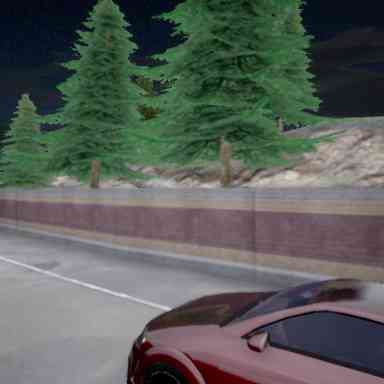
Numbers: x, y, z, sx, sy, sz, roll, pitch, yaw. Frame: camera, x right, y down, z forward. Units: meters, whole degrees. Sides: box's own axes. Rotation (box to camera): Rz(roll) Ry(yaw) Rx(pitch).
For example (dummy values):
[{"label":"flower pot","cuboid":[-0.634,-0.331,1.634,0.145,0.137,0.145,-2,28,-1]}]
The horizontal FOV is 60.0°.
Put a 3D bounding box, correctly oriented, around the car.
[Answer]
[{"label":"car","cuboid":[1.361,1.574,3.118,4.181,1.385,1.994,0,0,36]}]
